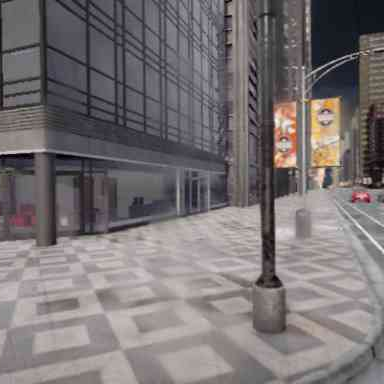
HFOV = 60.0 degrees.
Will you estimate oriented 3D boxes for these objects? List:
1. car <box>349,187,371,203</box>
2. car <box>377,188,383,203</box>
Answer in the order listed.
[{"bbox_3d":[22.164,0.367,44.045,2.150,2.045,5.566,0,1,21],"label":"car"},{"bbox_3d":[25.210,0.619,42.908,2.128,1.511,4.902,0,1,21],"label":"car"}]
